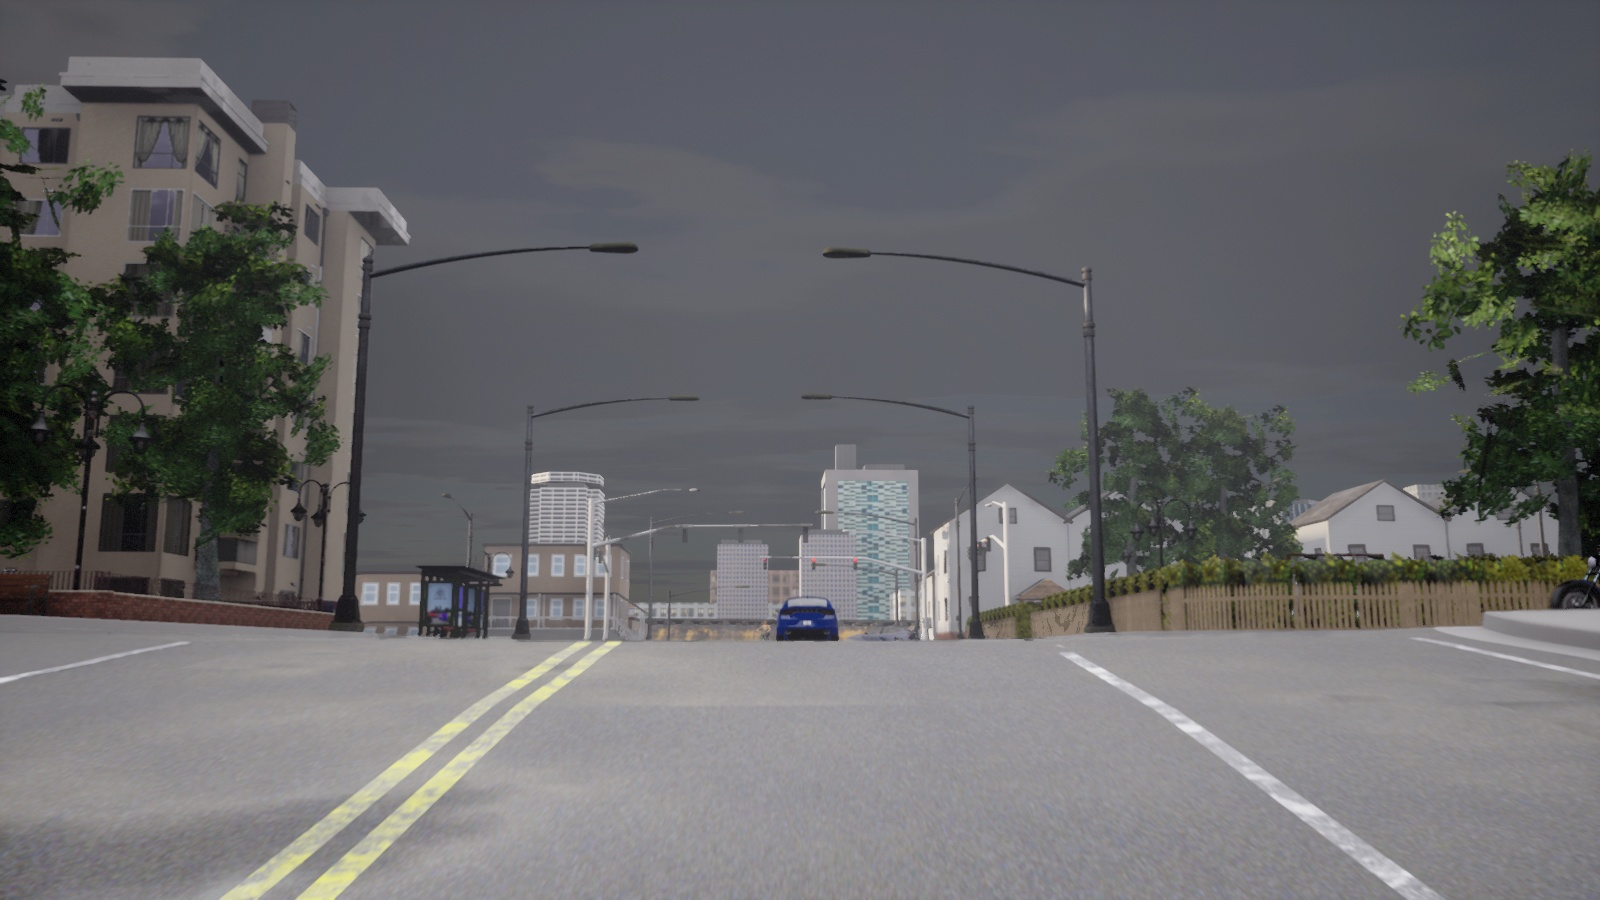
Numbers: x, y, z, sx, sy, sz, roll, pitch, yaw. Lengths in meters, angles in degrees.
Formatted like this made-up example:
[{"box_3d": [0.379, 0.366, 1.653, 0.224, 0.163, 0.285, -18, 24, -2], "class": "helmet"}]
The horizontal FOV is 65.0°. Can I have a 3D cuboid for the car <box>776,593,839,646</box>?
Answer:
[{"box_3d": [0.235, 5.458, 40.158, 1.882, 1.535, 5.008, 0, -9, 1], "class": "car"}]

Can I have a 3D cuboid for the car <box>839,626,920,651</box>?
[{"box_3d": [5.118, 12.121, 80.785, 4.792, 1.488, 2.163, -3, -10, 19], "class": "car"}]

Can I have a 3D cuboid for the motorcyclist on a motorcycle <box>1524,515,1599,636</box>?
[{"box_3d": [11.665, 1.781, 17.687, 2.350, 1.649, 0.766, 0, -9, 0], "class": "motorcyclist on a motorcycle"}]
